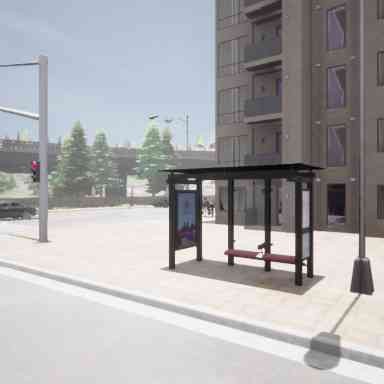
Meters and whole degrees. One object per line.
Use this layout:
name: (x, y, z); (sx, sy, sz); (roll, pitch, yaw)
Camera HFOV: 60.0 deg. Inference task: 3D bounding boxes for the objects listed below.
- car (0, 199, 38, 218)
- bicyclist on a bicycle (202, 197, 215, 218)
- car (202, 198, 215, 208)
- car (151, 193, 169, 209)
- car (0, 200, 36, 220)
car: (-16.323, 1.435, 28.845); (2.128, 1.511, 4.902); (0, 0, 37)
bicyclist on a bicycle: (1.253, 1.245, 26.671); (1.656, 1.620, 0.582); (0, 0, 36)
car: (0.872, 1.492, 44.114); (5.357, 1.411, 2.033); (0, 0, -38)
car: (-2.899, 1.166, 45.344); (5.566, 2.045, 2.150); (0, 0, -41)
car: (-14.507, 1.449, 25.423); (1.837, 1.490, 4.892); (0, 0, 37)
